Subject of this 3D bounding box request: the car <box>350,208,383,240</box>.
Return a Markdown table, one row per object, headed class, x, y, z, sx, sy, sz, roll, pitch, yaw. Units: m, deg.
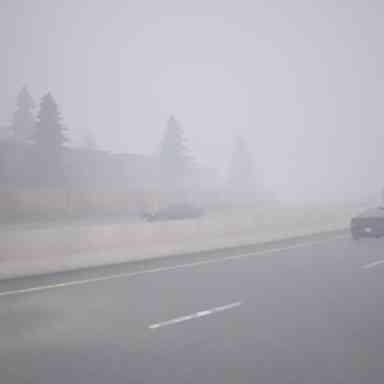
| class | x | y | z | sx | sy | sz | roll | pitch | yaw |
| --- | --- | --- | --- | --- | --- | --- | --- | --- | --- |
| car | 9.456 | 1.497 | 16.135 | 5.008 | 1.535 | 1.882 | 0 | 0 | -43 |
